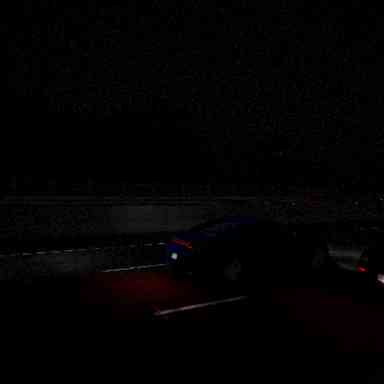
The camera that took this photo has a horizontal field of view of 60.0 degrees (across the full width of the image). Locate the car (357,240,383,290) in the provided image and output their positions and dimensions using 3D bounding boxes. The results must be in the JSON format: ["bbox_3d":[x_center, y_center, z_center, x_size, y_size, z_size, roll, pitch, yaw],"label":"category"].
[{"bbox_3d":[5.784,1.558,7.680,4.674,1.442,1.812,1,0,-30],"label":"car"}]

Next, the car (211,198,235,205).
[{"bbox_3d":[4.769,1.450,35.501,4.718,1.301,1.895,1,0,-30],"label":"car"}]

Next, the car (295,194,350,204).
[{"bbox_3d":[12.022,1.205,31.592,5.566,2.045,2.150,1,0,-30],"label":"car"}]

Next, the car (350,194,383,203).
[{"bbox_3d":[22.963,1.302,41.934,5.566,2.045,2.150,0,0,-30],"label":"car"}]

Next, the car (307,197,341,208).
[{"bbox_3d":[19.000,1.493,47.731,4.892,1.490,1.837,1,0,-30],"label":"car"}]

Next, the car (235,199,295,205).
[{"bbox_3d":[7.230,1.449,32.880,5.357,1.411,2.033,1,0,-30],"label":"car"}]

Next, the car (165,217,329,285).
[{"bbox_3d":[1.709,1.439,9.363,5.008,1.535,1.882,1,0,-30],"label":"car"}]

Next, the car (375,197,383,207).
[{"bbox_3d":[33.395,1.674,56.008,4.902,1.511,2.128,1,0,-30],"label":"car"}]

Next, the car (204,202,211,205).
[{"bbox_3d":[3.664,1.413,38.895,4.718,1.301,1.895,1,0,-30],"label":"car"}]
